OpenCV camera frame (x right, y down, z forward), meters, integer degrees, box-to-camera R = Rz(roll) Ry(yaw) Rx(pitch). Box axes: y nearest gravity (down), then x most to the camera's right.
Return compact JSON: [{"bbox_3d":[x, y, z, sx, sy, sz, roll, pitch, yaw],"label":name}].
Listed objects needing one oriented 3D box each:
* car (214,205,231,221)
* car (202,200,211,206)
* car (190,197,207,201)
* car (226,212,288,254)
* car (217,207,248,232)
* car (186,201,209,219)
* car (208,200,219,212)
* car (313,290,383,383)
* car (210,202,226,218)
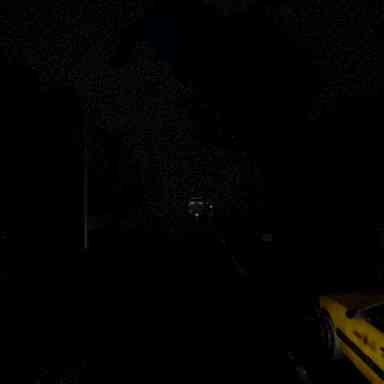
[{"bbox_3d":[2.895,1.891,25.234,1.802,1.307,4.206,-1,-1,1],"label":"car"},{"bbox_3d":[3.517,2.592,80.682,2.008,1.369,4.403,-1,-1,1],"label":"car"},{"bbox_3d":[0.607,1.789,46.168,2.150,2.045,5.566,0,-1,1],"label":"car"},{"bbox_3d":[2.770,1.742,14.144,1.947,1.339,4.313,-1,-1,1],"label":"car"},{"bbox_3d":[2.832,1.793,19.690,2.008,1.369,4.403,-1,-1,1],"label":"car"},{"bbox_3d":[0.457,1.926,33.234,1.812,1.442,4.674,0,-1,1],"label":"car"},{"bbox_3d":[3.017,1.888,36.326,1.967,1.590,4.097,-1,-1,1],"label":"car"},{"bbox_3d":[2.646,1.574,3.225,1.752,1.417,4.829,-1,-1,1],"label":"car"},{"bbox_3d":[2.956,1.922,30.780,1.887,1.381,4.507,-1,-1,1],"label":"car"}]
